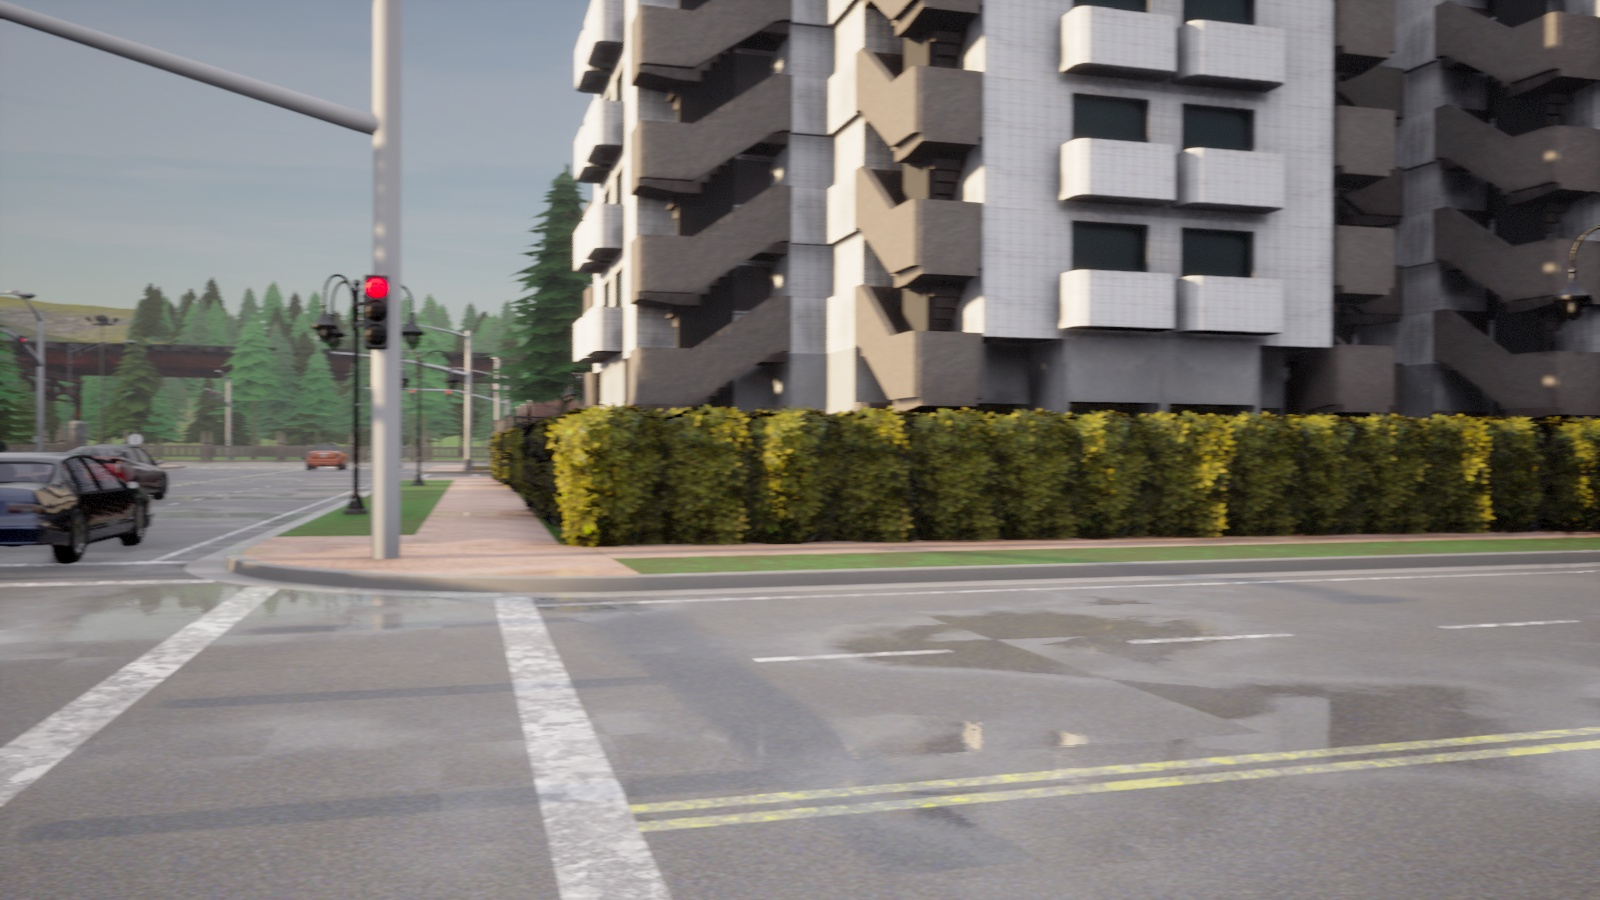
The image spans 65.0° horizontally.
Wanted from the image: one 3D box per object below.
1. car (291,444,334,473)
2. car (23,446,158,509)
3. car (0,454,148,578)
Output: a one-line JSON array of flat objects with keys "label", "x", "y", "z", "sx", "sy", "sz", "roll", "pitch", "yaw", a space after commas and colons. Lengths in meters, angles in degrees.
[{"label": "car", "x": -30.789, "y": 0.526, "z": 79.429, "sx": 2.097, "sy": 1.767, "sz": 4.553, "roll": 0, "pitch": 0, "yaw": -15}, {"label": "car", "x": -18.429, "y": 0.659, "z": 32.836, "sx": 2.007, "sy": 1.525, "sz": 4.514, "roll": 0, "pitch": 0, "yaw": -15}, {"label": "car", "x": -10.604, "y": 0.775, "z": 16.990, "sx": 2.033, "sy": 1.411, "sz": 5.357, "roll": 0, "pitch": 0, "yaw": -15}]
